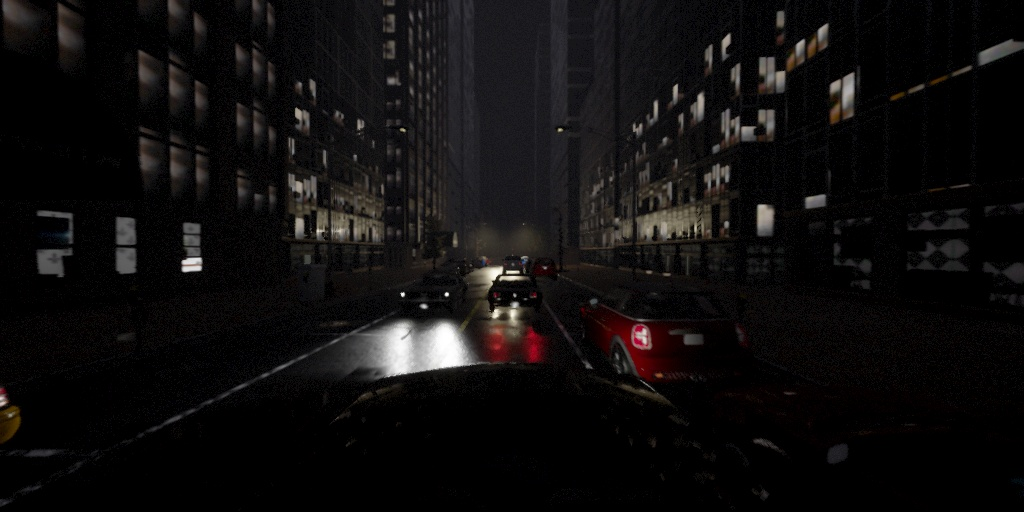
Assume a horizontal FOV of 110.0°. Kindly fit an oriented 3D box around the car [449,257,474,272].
[{"bbox_3d":[-5.309,1.015,35.131,2.192,1.841,5.009,0,0,0],"label":"car"}]

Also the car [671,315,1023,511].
[{"bbox_3d":[2.532,1.296,1.267,1.888,1.381,4.507,0,0,0],"label":"car"}]

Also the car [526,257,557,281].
[{"bbox_3d":[2.537,1.023,29.510,2.192,1.841,5.009,0,0,0],"label":"car"}]

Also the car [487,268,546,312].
[{"bbox_3d":[0.103,1.331,14.172,1.895,1.301,4.718,0,0,0],"label":"car"}]

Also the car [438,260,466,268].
[{"bbox_3d":[-5.310,1.258,29.483,2.007,1.370,4.403,0,0,0],"label":"car"}]

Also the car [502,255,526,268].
[{"bbox_3d":[0.108,0.917,39.257,2.150,2.045,5.566,0,0,0],"label":"car"}]

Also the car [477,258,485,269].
[{"bbox_3d":[-5.306,1.263,52.077,1.802,1.307,4.207,0,0,0],"label":"car"}]

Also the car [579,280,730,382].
[{"bbox_3d":[2.533,1.181,6.915,1.967,1.591,4.097,0,0,0],"label":"car"}]

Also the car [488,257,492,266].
[{"bbox_3d":[-5.303,0.984,63.374,2.192,1.841,5.009,0,0,0],"label":"car"}]

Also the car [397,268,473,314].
[{"bbox_3d":[-2.848,1.331,13.859,1.895,1.301,4.718,0,0,0],"label":"car"}]

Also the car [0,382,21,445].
[{"bbox_3d":[-5.316,1.276,1.071,1.751,1.417,4.829,0,0,0],"label":"car"}]

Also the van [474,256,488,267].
[{"bbox_3d":[-5.305,1.016,57.725,1.690,1.789,3.998,0,0,0],"label":"van"}]

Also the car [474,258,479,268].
[{"bbox_3d":[-5.308,1.244,40.780,2.007,1.370,4.403,0,0,0],"label":"car"}]
